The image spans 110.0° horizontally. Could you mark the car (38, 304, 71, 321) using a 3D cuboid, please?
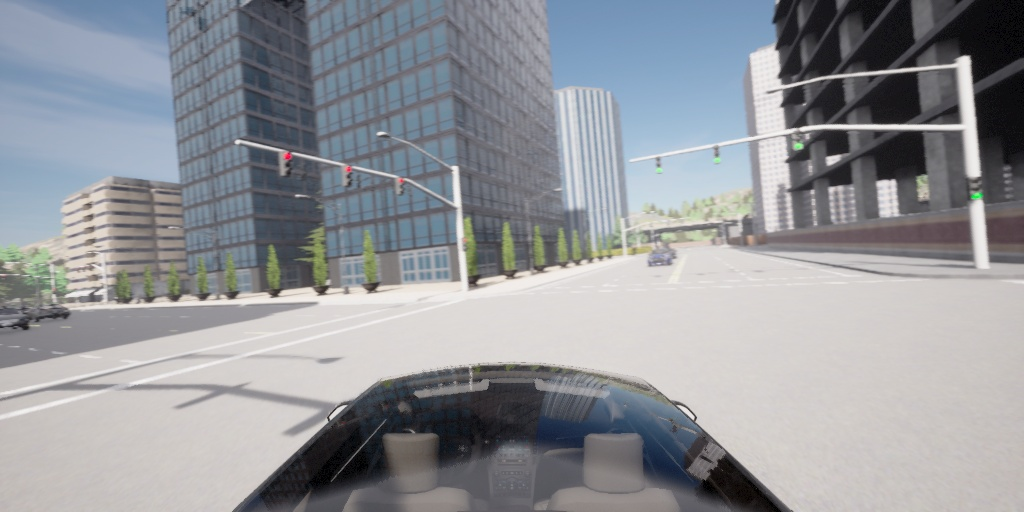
[{"bbox_3d":[-40.334,4.905,31.076,5.357,1.411,2.033,-5,0,28],"label":"car"}]

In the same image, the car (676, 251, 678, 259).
[{"bbox_3d":[22.092,-0.335,50.281,1.837,1.490,4.892,-5,0,27],"label":"car"}]

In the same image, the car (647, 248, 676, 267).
[{"bbox_3d":[14.656,0.065,35.545,2.097,1.767,4.553,-5,0,27],"label":"car"}]

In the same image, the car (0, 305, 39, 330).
[{"bbox_3d":[-33.688,4.234,23.546,4.902,1.511,2.128,-5,0,27],"label":"car"}]
